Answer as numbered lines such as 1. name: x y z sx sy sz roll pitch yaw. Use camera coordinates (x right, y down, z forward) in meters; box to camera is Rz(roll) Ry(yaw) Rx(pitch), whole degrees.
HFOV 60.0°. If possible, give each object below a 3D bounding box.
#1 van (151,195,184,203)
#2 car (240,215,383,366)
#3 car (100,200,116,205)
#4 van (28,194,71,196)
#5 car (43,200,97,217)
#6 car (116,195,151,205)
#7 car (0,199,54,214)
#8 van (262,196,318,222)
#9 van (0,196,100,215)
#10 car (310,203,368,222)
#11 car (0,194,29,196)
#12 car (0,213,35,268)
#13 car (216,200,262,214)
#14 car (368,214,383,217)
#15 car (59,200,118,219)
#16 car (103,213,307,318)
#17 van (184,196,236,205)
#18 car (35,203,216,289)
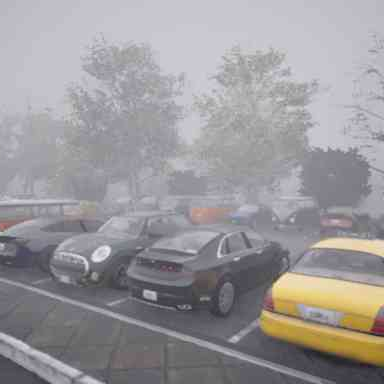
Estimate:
1. van: -0.662 1.273 24.584 1.878 1.987 4.442 0 0 36
2. car: 3.051 1.482 6.151 1.946 1.575 5.366 0 0 36
3. car: -5.103 1.263 27.897 2.435 2.045 5.566 0 0 36
4. van: -14.108 1.319 34.570 1.878 1.987 4.442 0 0 36
5. car: -11.927 1.578 32.857 2.002 1.452 4.674 0 0 36
6. car: -2.857 1.255 26.276 2.435 2.045 5.566 0 0 36
7. car: -18.571 1.560 37.639 2.097 1.535 5.008 0 0 36
8. van: 6.096 1.253 19.720 1.878 1.987 4.442 0 0 35
9. van: -5.990 1.269 12.588 1.878 1.987 4.442 0 0 36
10. car: 8.408 1.506 18.222 2.163 1.488 4.792 0 0 36
11. car: -20.932 1.317 39.314 2.435 2.045 5.566 0 0 36
12. car: -3.788 1.517 10.892 2.163 1.488 4.792 0 0 36
13. car: 3.903 1.483 21.442 2.097 1.535 5.008 0 0 36
14. car: 10.549 1.511 16.678 2.163 1.488 4.792 0 0 36
15. car: -9.584 1.529 31.157 2.097 1.535 5.008 0 0 36
16. car: 0.695 1.482 7.615 2.231 1.521 4.892 0 0 36
17. van: 1.721 1.265 23.153 1.878 1.987 4.442 0 0 36
18. car: -1.538 1.357 9.271 2.185 1.767 4.553 0 0 36
